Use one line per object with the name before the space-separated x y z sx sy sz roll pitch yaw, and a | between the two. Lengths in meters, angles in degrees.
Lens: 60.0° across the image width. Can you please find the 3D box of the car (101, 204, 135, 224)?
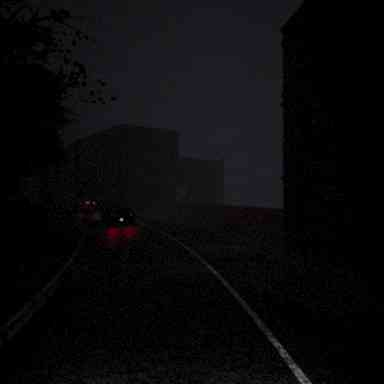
car | -5.500 1.563 24.321 1.895 1.301 4.718 0 0 -21

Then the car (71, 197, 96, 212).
car | -12.861 1.335 39.422 2.097 1.767 4.553 0 0 -30
